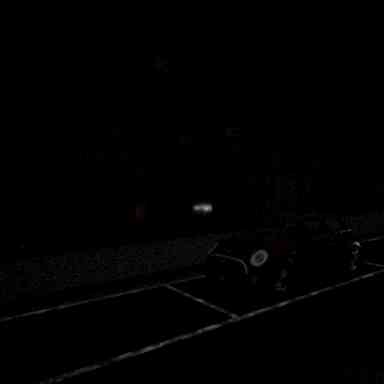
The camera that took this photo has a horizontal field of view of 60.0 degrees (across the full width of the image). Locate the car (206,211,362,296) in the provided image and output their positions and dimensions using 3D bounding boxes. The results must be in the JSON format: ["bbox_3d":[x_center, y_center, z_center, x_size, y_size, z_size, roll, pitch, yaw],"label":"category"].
[{"bbox_3d":[2.275,1.269,8.112,4.097,1.590,1.967,-2,1,-35],"label":"car"}]
